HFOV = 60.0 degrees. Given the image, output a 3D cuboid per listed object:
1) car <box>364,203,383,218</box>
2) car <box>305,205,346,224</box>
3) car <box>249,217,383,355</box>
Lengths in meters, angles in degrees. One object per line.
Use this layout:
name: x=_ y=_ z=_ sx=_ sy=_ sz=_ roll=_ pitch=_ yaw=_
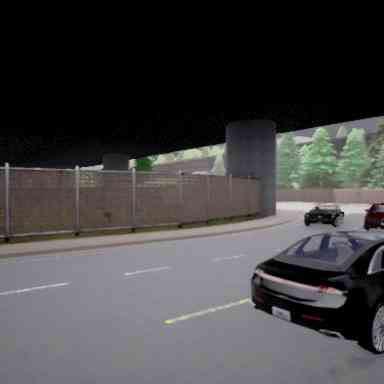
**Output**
car: x=11.367 y=1.391 z=19.563 sx=1.882 sy=1.535 sz=5.008 roll=0 pitch=0 yaw=31
car: x=8.737 y=1.519 z=21.690 sx=1.895 sy=1.301 sz=4.718 roll=0 pitch=0 yaw=31
car: x=3.200 y=1.467 z=6.089 sx=4.902 sy=1.511 sz=2.128 roll=0 pitch=0 yaw=-36
